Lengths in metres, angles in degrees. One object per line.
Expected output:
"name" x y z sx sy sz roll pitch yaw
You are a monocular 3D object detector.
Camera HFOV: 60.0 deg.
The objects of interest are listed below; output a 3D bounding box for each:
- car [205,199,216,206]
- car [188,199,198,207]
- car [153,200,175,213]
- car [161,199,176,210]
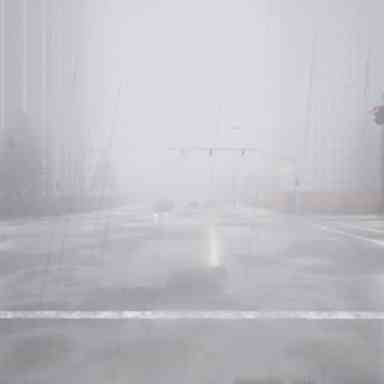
"car" 3.588 2.017 64.602 1.895 1.301 4.718 0 0 0
"car" 0.183 1.988 60.081 1.895 1.301 4.718 0 0 0
"car" -3.544 1.824 40.383 1.994 1.385 4.181 0 0 0
"car" -3.527 1.874 50.683 2.033 1.411 5.357 0 0 0
